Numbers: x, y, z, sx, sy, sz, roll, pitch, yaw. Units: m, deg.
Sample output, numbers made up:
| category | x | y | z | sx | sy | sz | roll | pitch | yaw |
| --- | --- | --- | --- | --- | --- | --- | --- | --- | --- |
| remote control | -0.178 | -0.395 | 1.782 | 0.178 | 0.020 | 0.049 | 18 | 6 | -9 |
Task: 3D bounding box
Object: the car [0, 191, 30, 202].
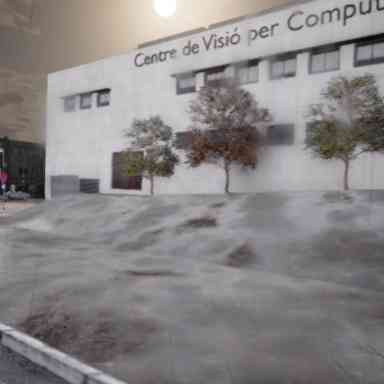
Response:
| category | x | y | z | sx | sy | sz | roll | pitch | yaw |
| --- | --- | --- | --- | --- | --- | --- | --- | --- | --- |
| car | -27.210 | 0.662 | 50.463 | 2.128 | 1.511 | 4.902 | 3 | 0 | 35 |
